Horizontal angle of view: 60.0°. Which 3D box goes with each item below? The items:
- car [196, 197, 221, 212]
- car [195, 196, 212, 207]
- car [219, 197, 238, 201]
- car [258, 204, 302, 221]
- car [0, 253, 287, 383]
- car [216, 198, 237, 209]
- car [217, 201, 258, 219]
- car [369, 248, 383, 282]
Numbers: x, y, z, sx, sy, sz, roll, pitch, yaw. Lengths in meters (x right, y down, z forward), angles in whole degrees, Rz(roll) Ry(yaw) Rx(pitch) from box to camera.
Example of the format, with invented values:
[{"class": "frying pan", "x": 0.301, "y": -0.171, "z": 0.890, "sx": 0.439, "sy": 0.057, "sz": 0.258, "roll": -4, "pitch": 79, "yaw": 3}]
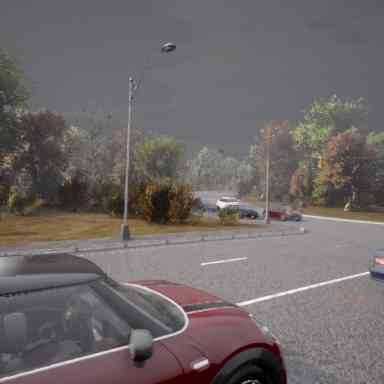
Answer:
[{"class": "car", "x": 1.814, "y": 1.948, "z": 46.078, "sx": 1.837, "sy": 1.490, "sz": 4.892, "roll": 3, "pitch": 0, "yaw": -17}, {"class": "car", "x": 1.938, "y": 1.643, "z": 59.350, "sx": 1.882, "sy": 1.535, "sz": 5.008, "roll": 2, "pitch": 2, "yaw": -12}, {"class": "car", "x": 5.288, "y": 1.827, "z": 46.648, "sx": 2.150, "sy": 2.045, "sz": 5.566, "roll": 3, "pitch": 0, "yaw": -17}, {"class": "car", "x": 9.605, "y": 2.113, "z": 35.467, "sx": 2.097, "sy": 1.767, "sz": 4.553, "roll": 3, "pitch": -1, "yaw": -24}, {"class": "car", "x": -1.275, "y": 1.353, "z": 2.837, "sx": 4.553, "sy": 1.767, "sz": 2.097, "roll": 0, "pitch": 0, "yaw": -35}, {"class": "car", "x": 5.989, "y": 1.903, "z": 57.953, "sx": 2.128, "sy": 1.511, "sz": 4.902, "roll": 2, "pitch": 2, "yaw": -13}, {"class": "car", "x": 5.233, "y": 2.138, "z": 36.609, "sx": 2.033, "sy": 1.411, "sz": 5.357, "roll": 3, "pitch": -1, "yaw": -23}, {"class": "car", "x": 6.634, "y": 1.666, "z": 8.499, "sx": 5.357, "sy": 1.411, "sz": 2.033, "roll": 2, "pitch": -1, "yaw": -36}]
